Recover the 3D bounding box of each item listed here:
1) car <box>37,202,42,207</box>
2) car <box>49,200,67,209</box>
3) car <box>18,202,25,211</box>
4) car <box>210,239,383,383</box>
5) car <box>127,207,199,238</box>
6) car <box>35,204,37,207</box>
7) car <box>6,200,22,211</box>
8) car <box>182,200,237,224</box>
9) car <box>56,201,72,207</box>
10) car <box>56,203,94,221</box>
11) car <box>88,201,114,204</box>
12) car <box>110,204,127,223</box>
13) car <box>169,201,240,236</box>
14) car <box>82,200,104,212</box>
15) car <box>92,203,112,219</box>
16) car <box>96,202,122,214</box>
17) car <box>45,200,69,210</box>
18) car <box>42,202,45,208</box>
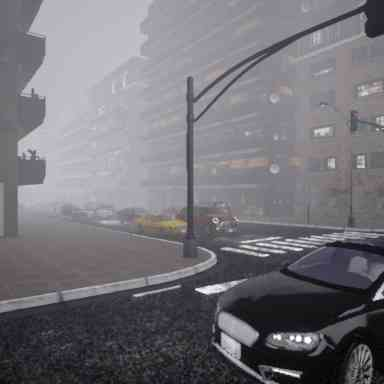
[{"bbox_3d":[-35.218,3.045,79.975,1.887,1.381,4.507,-1,0,-36],"label":"car"},{"bbox_3d":[-28.563,2.619,70.813,2.192,1.841,5.009,-1,0,-36],"label":"car"},{"bbox_3d":[-31.943,2.767,61.275,1.887,1.381,4.507,-1,0,-36],"label":"car"},{"bbox_3d":[2.611,1.504,4.918,4.902,1.511,2.128,1,-1,-27],"label":"car"},{"bbox_3d":[-1.871,1.830,19.907,1.752,1.417,4.829,-1,0,-36],"label":"car"},{"bbox_3d":[-38.543,3.164,84.558,1.947,1.339,4.313,-1,0,-36],"label":"car"},{"bbox_3d":[-35.279,2.637,65.856,2.192,1.841,5.009,-1,0,-36],"label":"car"},{"bbox_3d":[1.408,1.709,29.585,2.192,1.841,5.009,-1,0,-36],"label":"car"},{"bbox_3d":[-16.184,2.330,44.091,1.812,1.442,4.674,0,-1,-36],"label":"car"},{"bbox_3d":[-11.962,2.161,33.788,1.887,1.381,4.507,-1,0,-36],"label":"car"},{"bbox_3d":[-11.654,2.241,43.234,1.837,1.490,4.892,0,-1,-36],"label":"car"},{"bbox_3d":[-4.724,2.000,28.258,2.033,1.411,5.357,0,-1,-36],"label":"car"},{"bbox_3d":[0.858,1.632,20.593,2.097,1.767,4.553,0,-1,-36],"label":"car"},{"bbox_3d":[-16.467,2.303,54.978,2.097,1.767,4.553,0,-1,-36],"label":"car"},{"bbox_3d":[-10.316,2.225,35.962,1.895,1.301,4.718,0,-1,-36],"label":"car"},{"bbox_3d":[-12.449,2.286,49.514,1.801,1.575,5.366,0,-1,-36],"label":"car"},{"bbox_3d":[-25.233,2.506,62.018,2.097,1.767,4.553,0,-1,-40],"label":"car"},{"bbox_3d":[-31.886,2.969,75.393,1.947,1.339,4.313,-1,0,-36],"label":"car"}]
